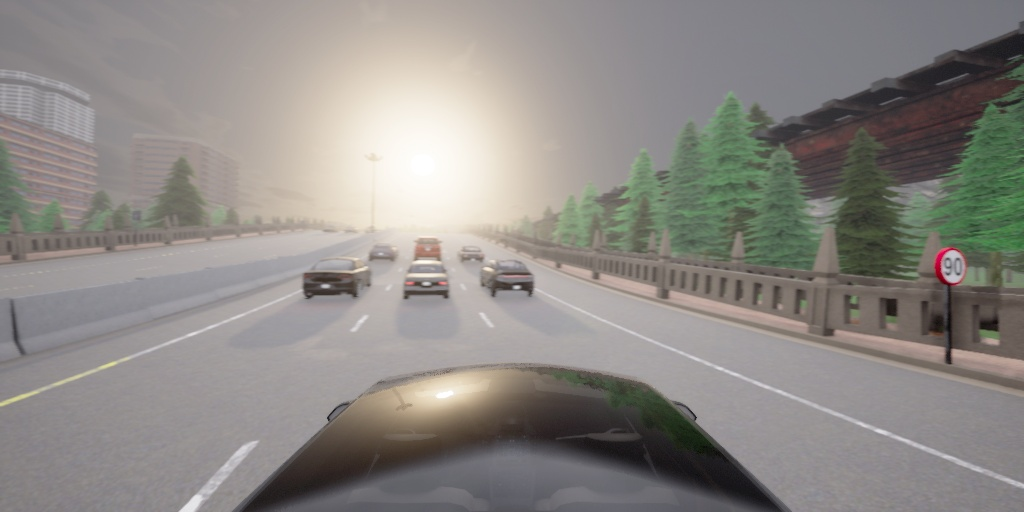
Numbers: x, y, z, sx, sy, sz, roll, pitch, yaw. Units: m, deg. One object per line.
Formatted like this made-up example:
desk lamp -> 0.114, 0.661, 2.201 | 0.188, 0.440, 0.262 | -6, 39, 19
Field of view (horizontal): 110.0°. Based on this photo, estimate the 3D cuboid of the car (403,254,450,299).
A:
car -> -3.690, 0.915, 15.551 | 2.033, 1.411, 5.357 | 1, 3, -13

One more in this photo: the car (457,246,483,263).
car -> -3.576, -0.227, 30.558 | 1.895, 1.301, 4.718 | 1, 6, -13

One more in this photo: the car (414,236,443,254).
car -> -7.066, -0.705, 30.161 | 2.150, 2.045, 5.566 | 1, 6, -13

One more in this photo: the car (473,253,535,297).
car -> -0.341, 0.894, 16.613 | 2.128, 1.511, 4.902 | 1, 3, -13

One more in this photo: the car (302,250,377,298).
car -> -7.196, 0.770, 15.197 | 1.882, 1.535, 5.008 | 1, 3, -13

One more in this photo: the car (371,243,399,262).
car -> -10.476, -0.404, 29.362 | 1.994, 1.385, 4.181 | 1, 6, -13
